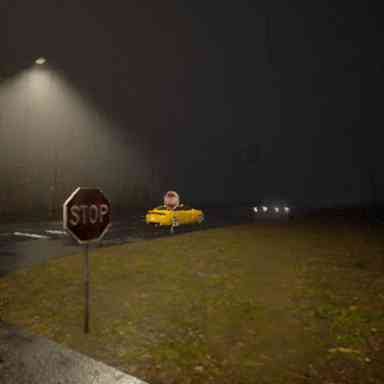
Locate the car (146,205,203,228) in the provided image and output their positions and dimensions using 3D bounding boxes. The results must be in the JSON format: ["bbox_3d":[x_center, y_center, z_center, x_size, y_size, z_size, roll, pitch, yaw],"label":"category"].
[{"bbox_3d":[-1.099,1.605,23.447,1.882,1.535,5.008,-1,0,35],"label":"car"}]

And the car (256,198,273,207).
[{"bbox_3d":[12.225,1.662,55.058,1.882,1.535,5.008,-1,0,35],"label":"car"}]

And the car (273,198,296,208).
[{"bbox_3d":[15.105,1.636,53.069,1.882,1.535,5.008,-1,0,35],"label":"car"}]
